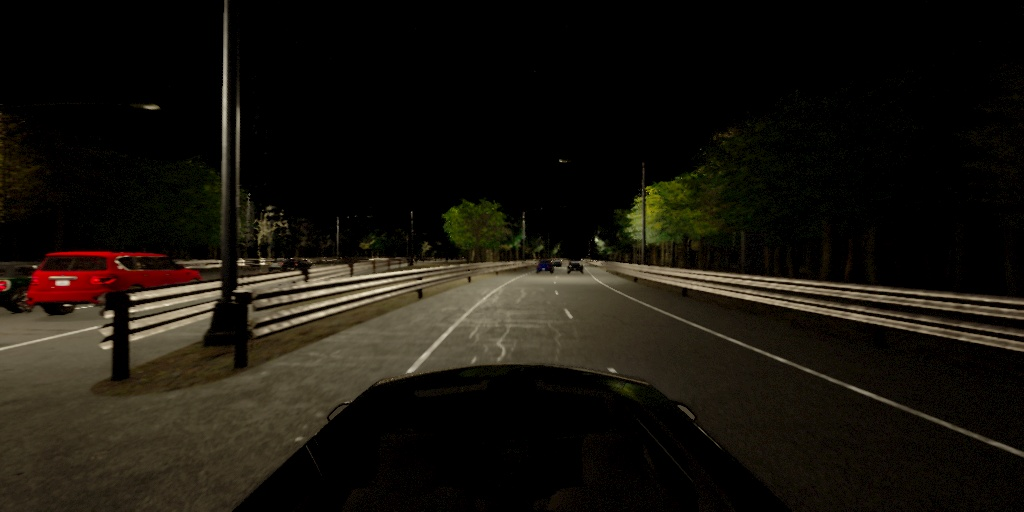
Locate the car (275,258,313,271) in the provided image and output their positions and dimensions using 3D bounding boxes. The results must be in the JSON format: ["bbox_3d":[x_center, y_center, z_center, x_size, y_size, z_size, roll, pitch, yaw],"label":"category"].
[{"bbox_3d":[-23.458,1.076,39.330,2.128,1.511,4.902,0,0,-11],"label":"car"}]

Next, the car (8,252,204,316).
[{"bbox_3d":[-13.971,0.887,13.202,2.150,2.045,5.566,0,0,-15],"label":"car"}]

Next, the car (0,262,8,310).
[{"bbox_3d":[-17.459,0.989,13.163,2.097,1.767,4.553,0,0,-15],"label":"car"}]

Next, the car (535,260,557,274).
[{"bbox_3d":[3.958,1.318,42.765,1.812,1.442,4.674,0,0,10],"label":"car"}]

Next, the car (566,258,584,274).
[{"bbox_3d":[7.480,1.305,42.578,2.128,1.511,4.902,0,0,10],"label":"car"}]

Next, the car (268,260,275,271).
[{"bbox_3d":[-27.877,1.076,43.657,1.812,1.442,4.674,0,0,-10],"label":"car"}]
